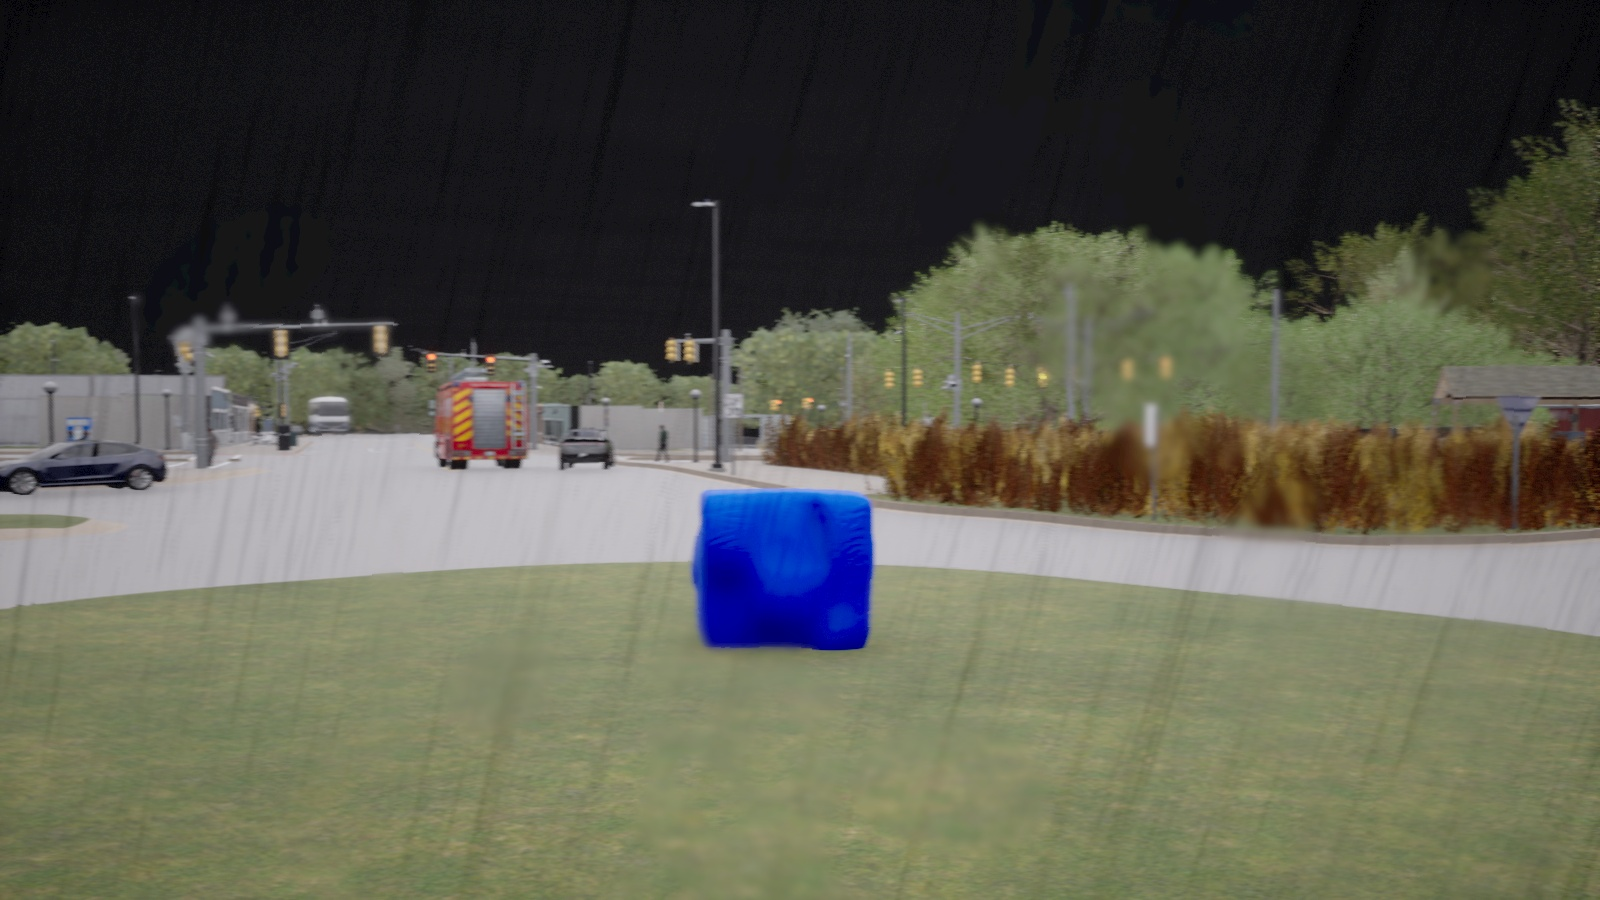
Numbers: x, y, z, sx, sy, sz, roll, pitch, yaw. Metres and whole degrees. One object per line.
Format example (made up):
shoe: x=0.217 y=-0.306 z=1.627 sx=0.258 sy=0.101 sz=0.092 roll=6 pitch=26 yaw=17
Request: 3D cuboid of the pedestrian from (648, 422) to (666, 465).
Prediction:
pedestrian: x=-6.552 y=-0.324 z=57.580 sx=0.423 sy=1.949 sz=0.788 roll=-2 pitch=3 yaw=-43

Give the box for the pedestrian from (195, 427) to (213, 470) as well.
pedestrian: x=-27.792 y=-0.066 z=58.597 sx=0.659 sy=1.952 sz=0.873 roll=-1 pitch=2 yaw=-20

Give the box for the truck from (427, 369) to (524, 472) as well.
truck: x=-13.320 y=-1.140 z=51.040 sx=2.891 sy=3.827 sz=8.468 roll=-1 pitch=1 yaw=-20

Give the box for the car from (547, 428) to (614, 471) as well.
car: x=-8.162 y=-0.059 z=47.098 sx=2.128 sy=1.511 sz=4.902 roll=-1 pitch=1 yaw=-6

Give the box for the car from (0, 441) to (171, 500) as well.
car: x=-20.877 y=0.534 z=35.793 sx=2.163 sy=1.488 sz=4.792 roll=1 pitch=2 yaw=41
